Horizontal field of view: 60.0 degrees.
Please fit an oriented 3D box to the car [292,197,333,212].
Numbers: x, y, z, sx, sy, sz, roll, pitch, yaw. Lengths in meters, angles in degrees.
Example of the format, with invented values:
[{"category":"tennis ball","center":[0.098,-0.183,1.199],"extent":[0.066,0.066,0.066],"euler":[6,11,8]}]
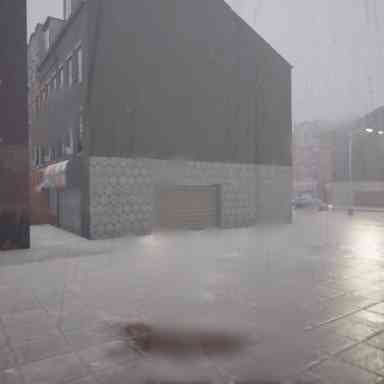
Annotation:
[{"category":"car","center":[12.358,1.289,35.059],"extent":[2.128,1.511,4.902],"euler":[-1,1,-35]}]
